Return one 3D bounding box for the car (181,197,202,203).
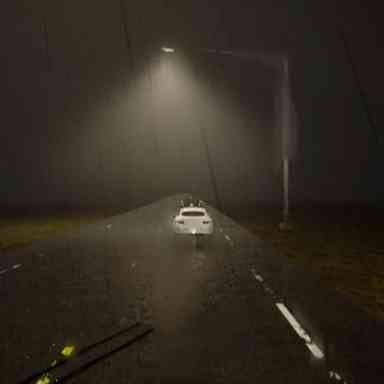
[{"bbox_3d":[-0.069,1.273,33.613,2.097,1.767,4.553,0,0,-1],"label":"car"}]

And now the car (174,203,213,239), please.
[{"bbox_3d":[0.051,1.489,16.903,1.812,1.442,4.674,0,0,0],"label":"car"}]
